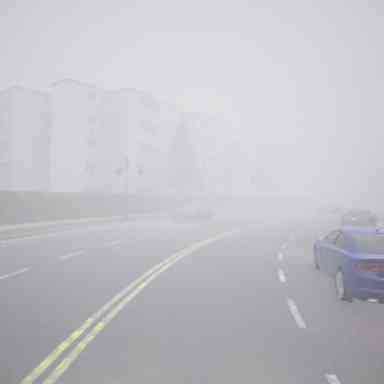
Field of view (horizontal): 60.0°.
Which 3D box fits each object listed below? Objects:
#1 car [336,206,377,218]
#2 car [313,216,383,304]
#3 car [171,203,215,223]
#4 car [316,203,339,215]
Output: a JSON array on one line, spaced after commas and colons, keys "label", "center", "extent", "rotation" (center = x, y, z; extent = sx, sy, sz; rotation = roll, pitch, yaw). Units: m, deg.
[{"label": "car", "center": [13.174, 1.997, 26.172], "extent": [1.994, 1.385, 4.181], "rotation": [1, 0, 39]}, {"label": "car", "center": [4.399, 1.621, 8.470], "extent": [1.882, 1.535, 5.008], "rotation": [1, 0, 10]}, {"label": "car", "center": [0.226, 1.627, 26.430], "extent": [1.812, 1.442, 4.674], "rotation": [1, 0, 32]}, {"label": "car", "center": [17.246, 2.118, 41.605], "extent": [1.812, 1.442, 4.674], "rotation": [1, 0, 43]}]
